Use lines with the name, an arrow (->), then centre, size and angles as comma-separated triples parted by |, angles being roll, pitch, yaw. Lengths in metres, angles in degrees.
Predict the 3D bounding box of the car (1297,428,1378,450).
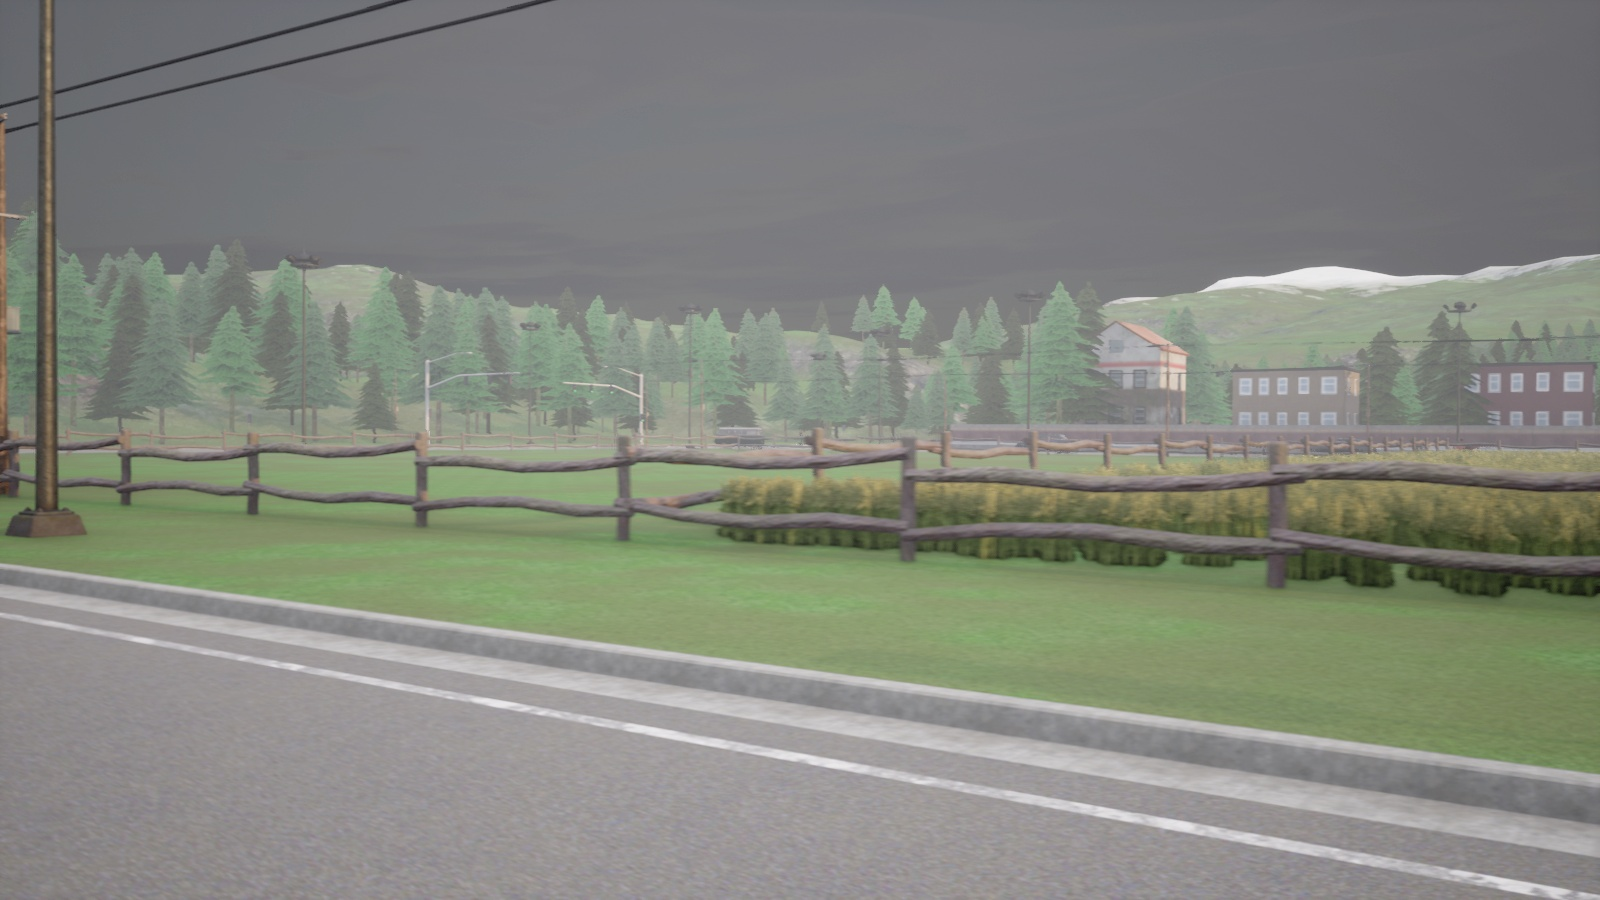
car -> 37.074, -0.754, 86.696 | 4.892, 1.490, 1.837 | 0, 1, 34
